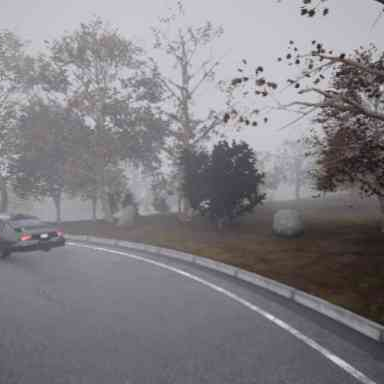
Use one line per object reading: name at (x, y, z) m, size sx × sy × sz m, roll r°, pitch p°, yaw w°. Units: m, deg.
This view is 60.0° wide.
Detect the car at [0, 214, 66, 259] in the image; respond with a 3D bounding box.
car at (-7.121, 1.562, 12.770) m, size 5.357 × 1.411 × 2.033 m, roll 0°, pitch 0°, yaw 34°
